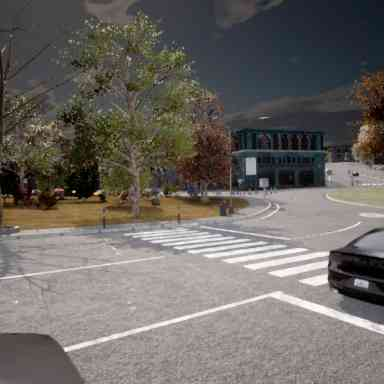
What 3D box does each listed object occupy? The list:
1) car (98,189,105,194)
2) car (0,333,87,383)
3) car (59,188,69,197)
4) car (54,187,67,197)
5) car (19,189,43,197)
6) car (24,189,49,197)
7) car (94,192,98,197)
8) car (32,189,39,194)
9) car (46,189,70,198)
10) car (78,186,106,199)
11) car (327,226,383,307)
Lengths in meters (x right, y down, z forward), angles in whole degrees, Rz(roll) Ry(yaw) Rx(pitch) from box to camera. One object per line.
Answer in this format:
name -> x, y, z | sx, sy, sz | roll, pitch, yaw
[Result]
car -> -14.324, 0.125, 60.106 | 2.185, 1.767, 4.553 | -2, 1, 17
car -> -3.171, 1.548, 1.486 | 5.357, 1.411, 2.033 | 0, 0, -35
car -> -23.796, 0.351, 67.297 | 2.163, 1.488, 4.792 | -1, 2, 17
car -> -26.155, 0.062, 69.107 | 2.435, 2.045, 5.566 | 0, 2, 18
car -> -37.783, 0.151, 78.382 | 2.097, 1.535, 5.008 | 0, 3, 19
car -> -35.534, 0.195, 76.337 | 1.946, 1.575, 5.366 | 0, 3, 19
car -> -16.734, 0.287, 61.737 | 1.946, 1.575, 5.366 | -1, 2, 17
car -> -33.171, 0.103, 74.628 | 2.185, 1.767, 4.553 | 0, 2, 18
car -> -28.498, 0.294, 70.970 | 2.231, 1.521, 4.892 | -1, 2, 18
car -> -19.069, 0.054, 63.734 | 2.435, 2.045, 5.566 | -2, 2, 17
car -> 5.047, 1.450, 7.307 | 5.008, 1.535, 1.882 | -1, 0, -34
